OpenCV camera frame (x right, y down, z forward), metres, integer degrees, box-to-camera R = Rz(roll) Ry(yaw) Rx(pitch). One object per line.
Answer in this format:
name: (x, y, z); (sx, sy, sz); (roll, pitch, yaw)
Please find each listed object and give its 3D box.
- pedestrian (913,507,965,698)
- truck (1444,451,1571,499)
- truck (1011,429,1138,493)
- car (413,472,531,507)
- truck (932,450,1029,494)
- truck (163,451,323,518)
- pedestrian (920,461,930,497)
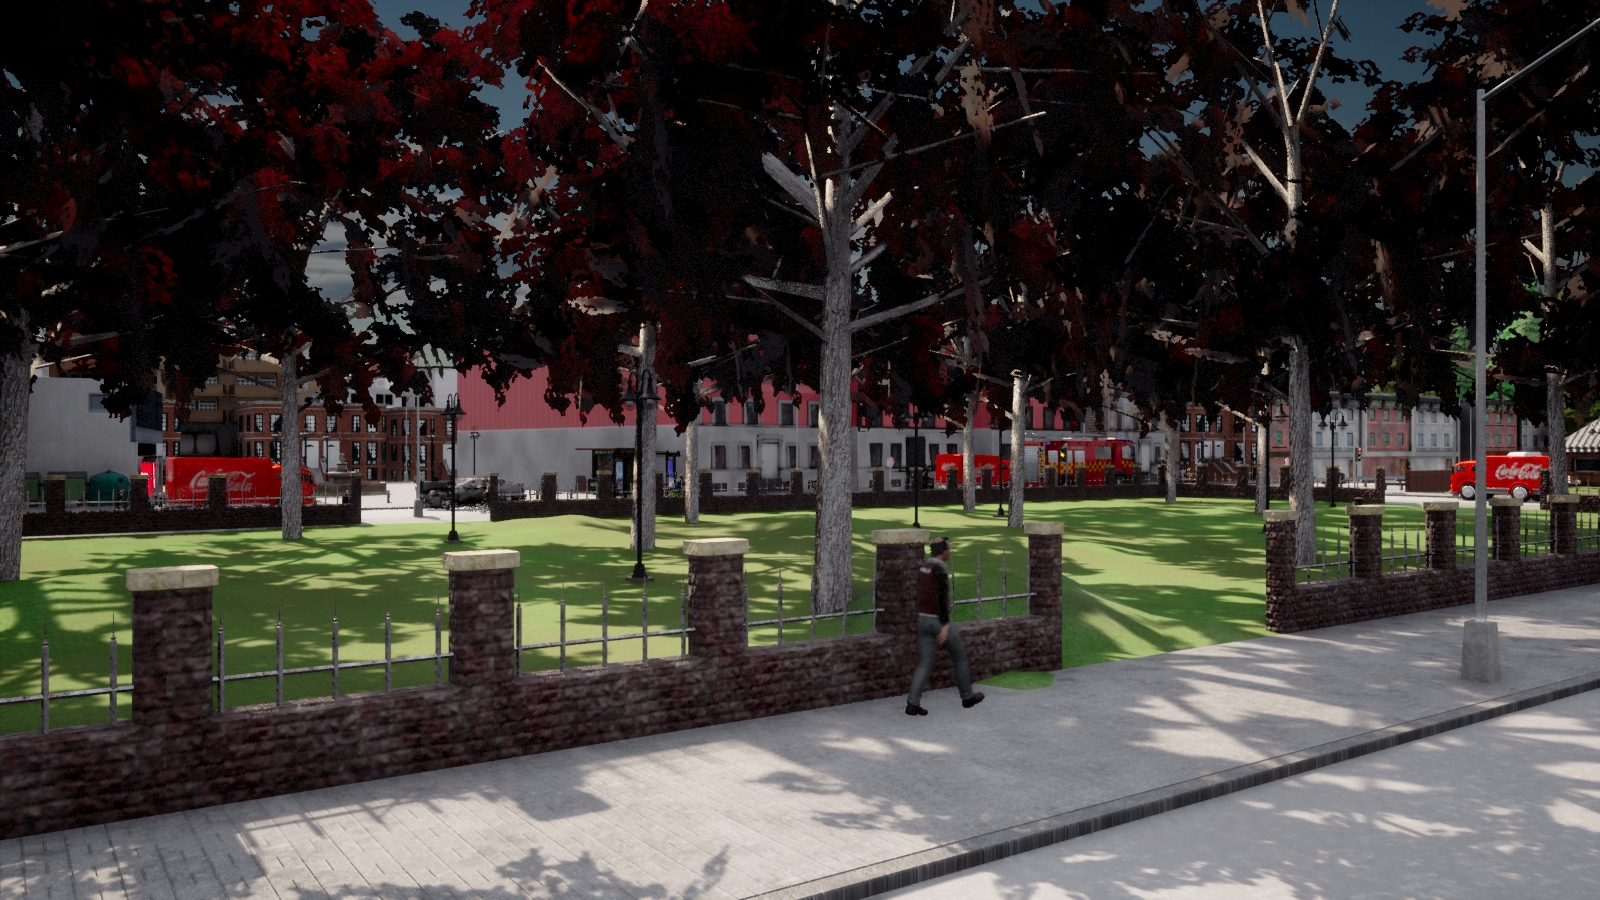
pedestrian: (1.406, 1.519, 11.547); (0.375, 1.860, 0.375); (0, 0, -30)
truck: (38.239, 1.318, 61.891); (2.627, 2.467, 5.204); (0, 0, -35)
truck: (17.433, 0.648, 72.196); (8.468, 3.827, 2.891); (0, 0, -35)
car: (-15.399, 1.820, 53.788); (4.902, 1.511, 2.128); (0, 0, -35)
truck: (10.609, 1.306, 67.123); (5.204, 2.467, 2.627); (2, -1, -35)
truck: (-21.679, 1.328, 44.508); (5.204, 2.467, 2.627); (1, -1, -35)
pedestrian: (6.446, 1.508, 59.009); (0.375, 1.860, 0.375); (0, 0, -29)
